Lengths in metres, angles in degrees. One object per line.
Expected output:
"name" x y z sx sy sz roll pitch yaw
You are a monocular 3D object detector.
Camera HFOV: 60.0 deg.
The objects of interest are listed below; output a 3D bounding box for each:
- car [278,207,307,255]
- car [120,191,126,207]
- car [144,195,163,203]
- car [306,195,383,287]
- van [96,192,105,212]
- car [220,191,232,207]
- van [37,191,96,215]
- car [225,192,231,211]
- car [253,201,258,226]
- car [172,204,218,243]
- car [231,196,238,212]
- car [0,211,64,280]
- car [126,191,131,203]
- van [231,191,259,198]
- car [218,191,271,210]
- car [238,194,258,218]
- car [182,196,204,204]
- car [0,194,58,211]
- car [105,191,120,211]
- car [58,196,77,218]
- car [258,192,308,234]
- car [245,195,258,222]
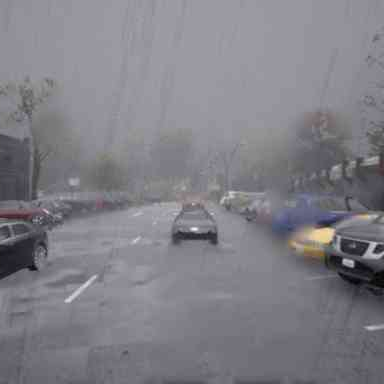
"car" 5.775 1.408 10.946 5.366 1.575 1.946 1 1 -20
"car" -10.940 0.976 38.421 5.566 2.045 2.435 -1 0 -20
"car" -6.800 1.204 58.436 1.895 1.301 4.718 0 0 -30
"car" 5.916 1.181 7.981 5.566 2.045 2.435 1 1 -20
"van" -11.081 1.045 32.445 4.442 1.987 1.878 -1 1 -20
"car" 5.963 0.998 35.167 5.566 2.045 2.435 1 1 -20
"van" -11.085 1.065 29.486 4.442 1.987 1.878 -1 1 -20
"car" 6.012 1.145 32.170 4.553 1.767 2.185 1 1 -20
"car" 5.926 1.402 17.047 4.792 1.488 2.163 1 1 -20
"car" 0.108 1.461 15.472 1.994 1.385 4.181 0 0 0
"car" 5.976 1.313 26.121 4.892 1.521 2.231 1 1 -20
"car" -5.101 1.439 7.821 2.128 1.511 4.902 0 0 0
"car" -10.978 0.936 44.305 5.566 2.045 2.435 -1 1 -20
"van" 6.084 1.067 29.186 4.442 1.987 1.878 1 0 -20
"car" 6.008 0.977 38.228 5.566 2.045 2.435 1 0 -20
"car" 5.928 1.206 23.099 4.553 1.767 2.185 1 0 -20
"car" 0.132 1.131 32.817 2.097 1.767 4.553 0 0 0
"car" -11.015 1.224 20.644 4.553 1.767 2.185 -1 0 -20
"car" -10.945 0.997 35.462 5.566 2.045 2.435 -1 0 -20
"car" -10.980 1.331 23.620 4.892 1.521 2.231 -1 1 -20
"car" 5.983 1.142 14.044 5.566 2.045 2.435 1 0 -20
"car" 5.933 1.227 20.070 4.553 1.767 2.185 1 0 -20
